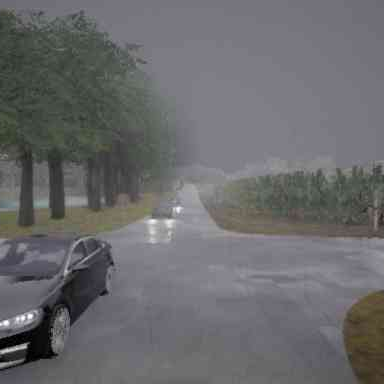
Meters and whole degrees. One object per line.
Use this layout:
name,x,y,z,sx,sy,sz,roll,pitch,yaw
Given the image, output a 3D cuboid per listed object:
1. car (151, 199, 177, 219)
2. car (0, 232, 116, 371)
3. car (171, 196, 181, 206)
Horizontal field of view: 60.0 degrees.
car,-2.754,1.750,31.573,1.837,1.490,4.892,0,0,0
car,-2.753,1.573,6.177,2.128,1.511,4.902,0,-1,0
car,-2.756,1.479,56.081,2.128,1.511,4.902,0,1,0
